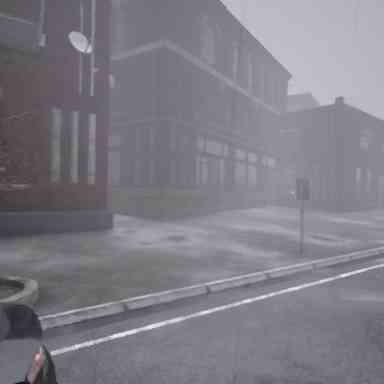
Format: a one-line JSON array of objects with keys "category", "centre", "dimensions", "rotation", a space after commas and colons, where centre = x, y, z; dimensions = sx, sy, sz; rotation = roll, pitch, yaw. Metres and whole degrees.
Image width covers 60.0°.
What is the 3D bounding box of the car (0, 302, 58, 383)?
[{"category": "car", "centre": [-3.292, 1.494, 1.645], "dimensions": [4.902, 1.511, 2.128], "rotation": [0, 0, -35]}]
